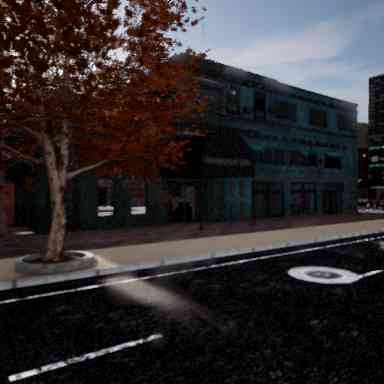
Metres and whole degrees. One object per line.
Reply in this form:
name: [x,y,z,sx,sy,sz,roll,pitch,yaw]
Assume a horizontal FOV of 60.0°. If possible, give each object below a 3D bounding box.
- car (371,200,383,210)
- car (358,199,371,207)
car: [26.515,1.799,43.684,1.947,1.339,4.313,-2,0,-36]
car: [28.455,1.796,55.437,2.008,1.369,4.403,-2,0,-36]
